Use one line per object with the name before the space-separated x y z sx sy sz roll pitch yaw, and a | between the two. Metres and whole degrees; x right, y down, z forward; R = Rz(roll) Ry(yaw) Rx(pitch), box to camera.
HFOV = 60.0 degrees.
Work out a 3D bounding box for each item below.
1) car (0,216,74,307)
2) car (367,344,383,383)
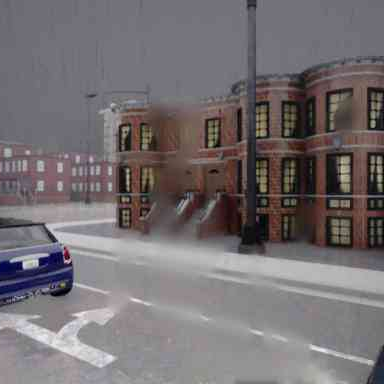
car | -4.716 1.346 7.355 4.553 1.767 2.097 0 0 35
car | 3.662 1.549 1.376 5.357 1.411 2.033 0 0 36
